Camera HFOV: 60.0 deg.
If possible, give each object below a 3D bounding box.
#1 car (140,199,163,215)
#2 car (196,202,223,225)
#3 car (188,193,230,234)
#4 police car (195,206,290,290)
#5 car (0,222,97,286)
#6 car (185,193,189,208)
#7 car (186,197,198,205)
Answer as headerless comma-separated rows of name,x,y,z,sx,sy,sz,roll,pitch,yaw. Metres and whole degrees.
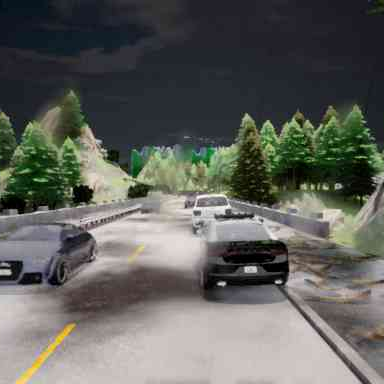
car,-4.069,1.503,34.041,1.837,1.490,4.892,0,1,0
car,1.224,1.526,25.149,1.812,1.442,4.674,0,0,0
car,1.088,1.173,19.167,2.150,2.045,5.566,-3,0,1
police car,1.174,1.401,9.267,1.930,1.638,5.238,-2,-1,0
car,-4.092,1.564,9.247,1.994,1.385,4.181,0,0,0
car,0.077,1.352,47.002,2.097,1.767,4.553,0,0,1
car,0.056,1.547,58.401,2.033,1.411,5.357,0,0,0
